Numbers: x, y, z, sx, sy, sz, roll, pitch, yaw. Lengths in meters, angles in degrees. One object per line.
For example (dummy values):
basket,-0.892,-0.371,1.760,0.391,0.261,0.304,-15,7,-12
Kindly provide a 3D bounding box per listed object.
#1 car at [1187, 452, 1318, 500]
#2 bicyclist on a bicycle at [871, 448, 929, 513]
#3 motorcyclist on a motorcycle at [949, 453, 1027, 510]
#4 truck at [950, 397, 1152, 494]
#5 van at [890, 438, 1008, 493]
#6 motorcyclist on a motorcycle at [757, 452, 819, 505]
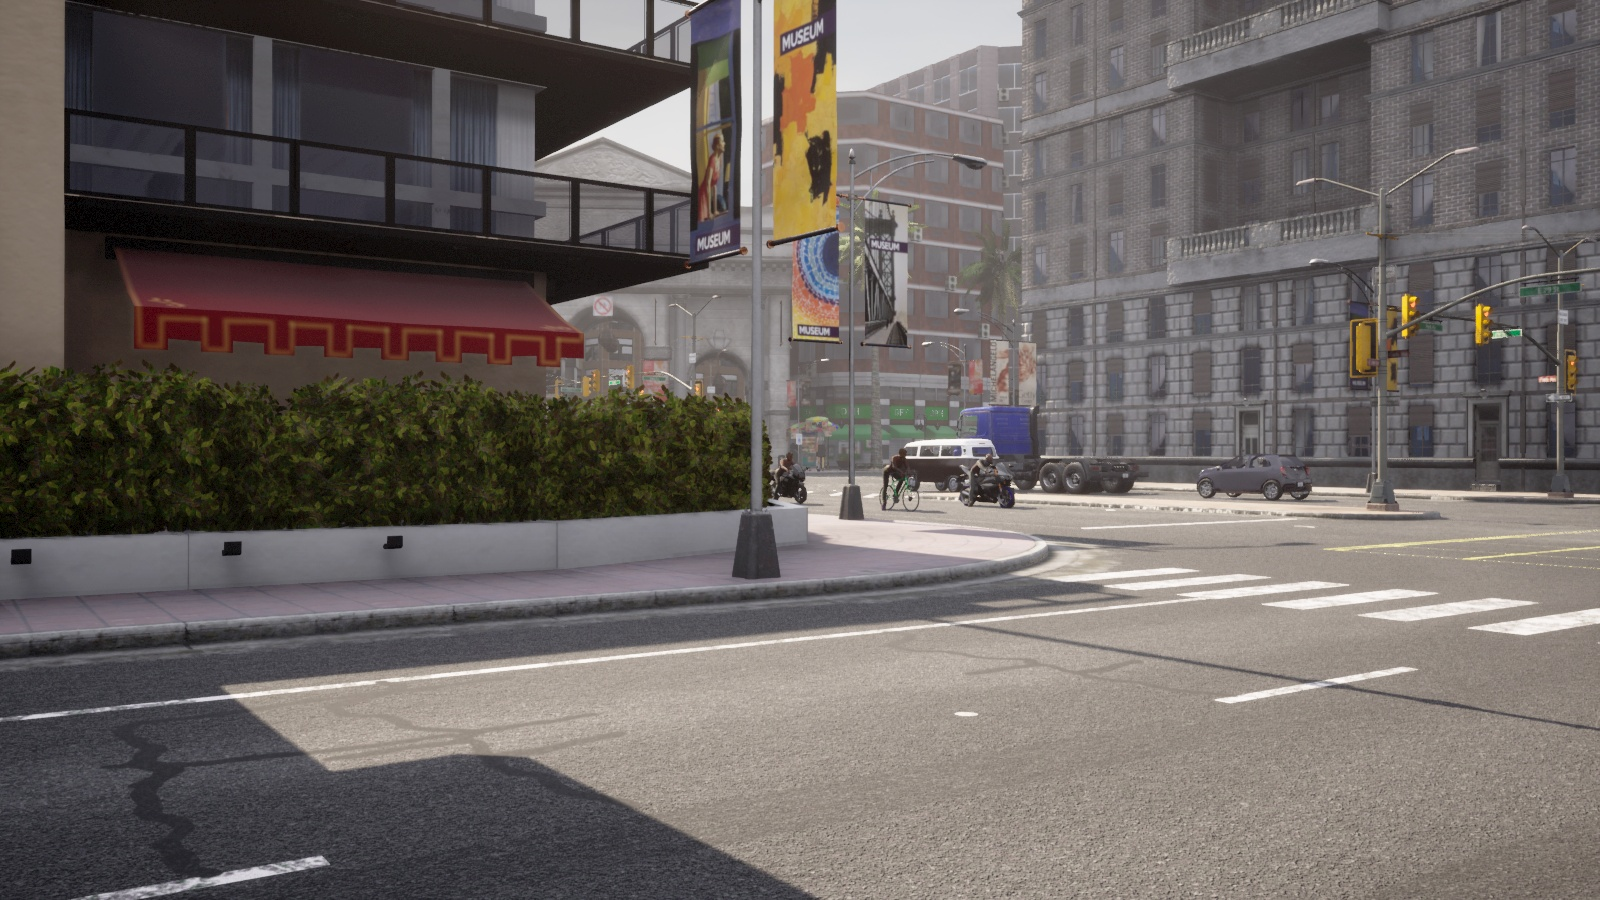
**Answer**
car,14.795,0.828,41.201,1.845,1.501,3.633,0,0,-35
bicyclist on a bicycle,2.565,0.772,32.513,0.582,1.620,1.656,0,0,-35
motorcyclist on a motorcycle,5.192,0.854,34.869,0.866,1.530,2.191,0,0,-35
truck,9.565,-0.138,48.807,2.891,3.462,7.936,0,0,-35
van,5.675,0.574,48.287,2.069,2.038,4.480,0,0,-34
motorcyclist on a motorcycle,-0.372,0.818,36.784,0.797,1.523,2.044,0,0,-35
